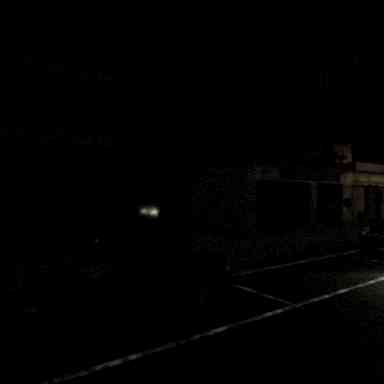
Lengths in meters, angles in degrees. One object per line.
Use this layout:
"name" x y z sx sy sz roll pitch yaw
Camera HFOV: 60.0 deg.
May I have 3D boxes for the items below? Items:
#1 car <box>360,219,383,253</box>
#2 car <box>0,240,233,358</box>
"car" 8.120 1.438 12.545 4.097 1.590 1.967 0 1 -35
"car" -1.118 1.582 5.959 4.206 1.307 1.802 0 1 -35
